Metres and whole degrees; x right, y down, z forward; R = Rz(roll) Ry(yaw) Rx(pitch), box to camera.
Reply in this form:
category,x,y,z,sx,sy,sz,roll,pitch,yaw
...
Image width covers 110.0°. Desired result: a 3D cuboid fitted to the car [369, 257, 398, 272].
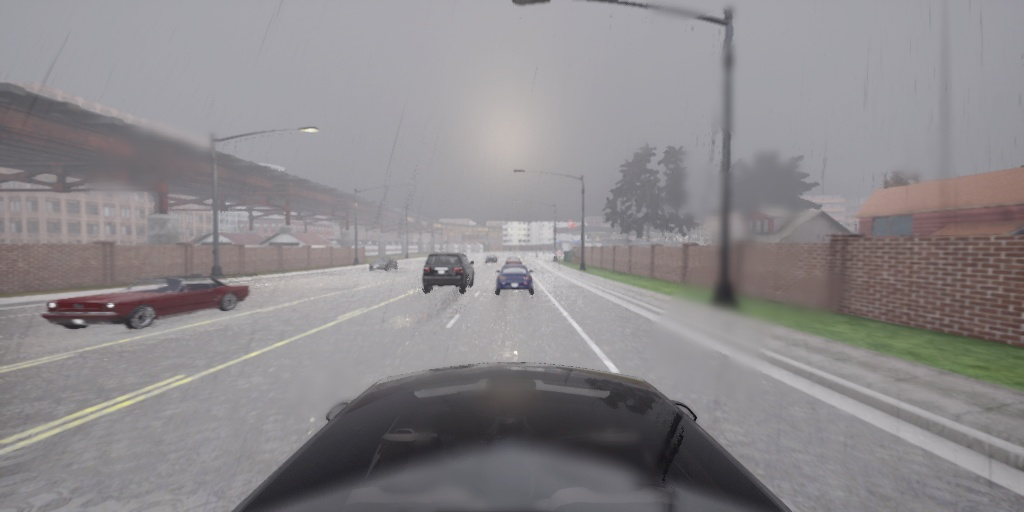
category,x,y,z,sx,sy,sz,roll,pitch,yaw
car,-13.961,0.876,39.140,2.128,1.511,4.902,0,1,1

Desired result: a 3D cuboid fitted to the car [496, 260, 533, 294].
category,x,y,z,sx,sy,sz,roll,pitch,yaw
car,0.131,1.152,18.905,1.812,1.442,4.674,0,0,0

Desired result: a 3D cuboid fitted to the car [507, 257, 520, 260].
category,x,y,z,sx,sy,sz,roll,pitch,yaw
car,0.173,0.872,39.101,1.882,1.535,5.008,0,1,0

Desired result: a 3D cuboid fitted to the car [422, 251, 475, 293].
category,x,y,z,sx,sy,sz,roll,pitch,yaw
car,-3.366,0.839,19.791,2.150,2.045,5.566,0,0,0

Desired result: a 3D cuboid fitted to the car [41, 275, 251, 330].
category,x,y,z,sx,sy,sz,roll,pitch,yaw
car,-10.570,1.278,10.950,1.895,1.301,4.718,0,0,0

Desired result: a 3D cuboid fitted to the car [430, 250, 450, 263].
category,x,y,z,sx,sy,sz,roll,pitch,yaw
car,-10.401,0.092,52.197,2.097,1.767,4.553,0,2,0

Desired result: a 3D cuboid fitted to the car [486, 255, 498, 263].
category,x,y,z,sx,sy,sz,roll,pitch,yaw
car,-3.286,0.479,59.312,1.895,1.301,4.718,0,2,0
